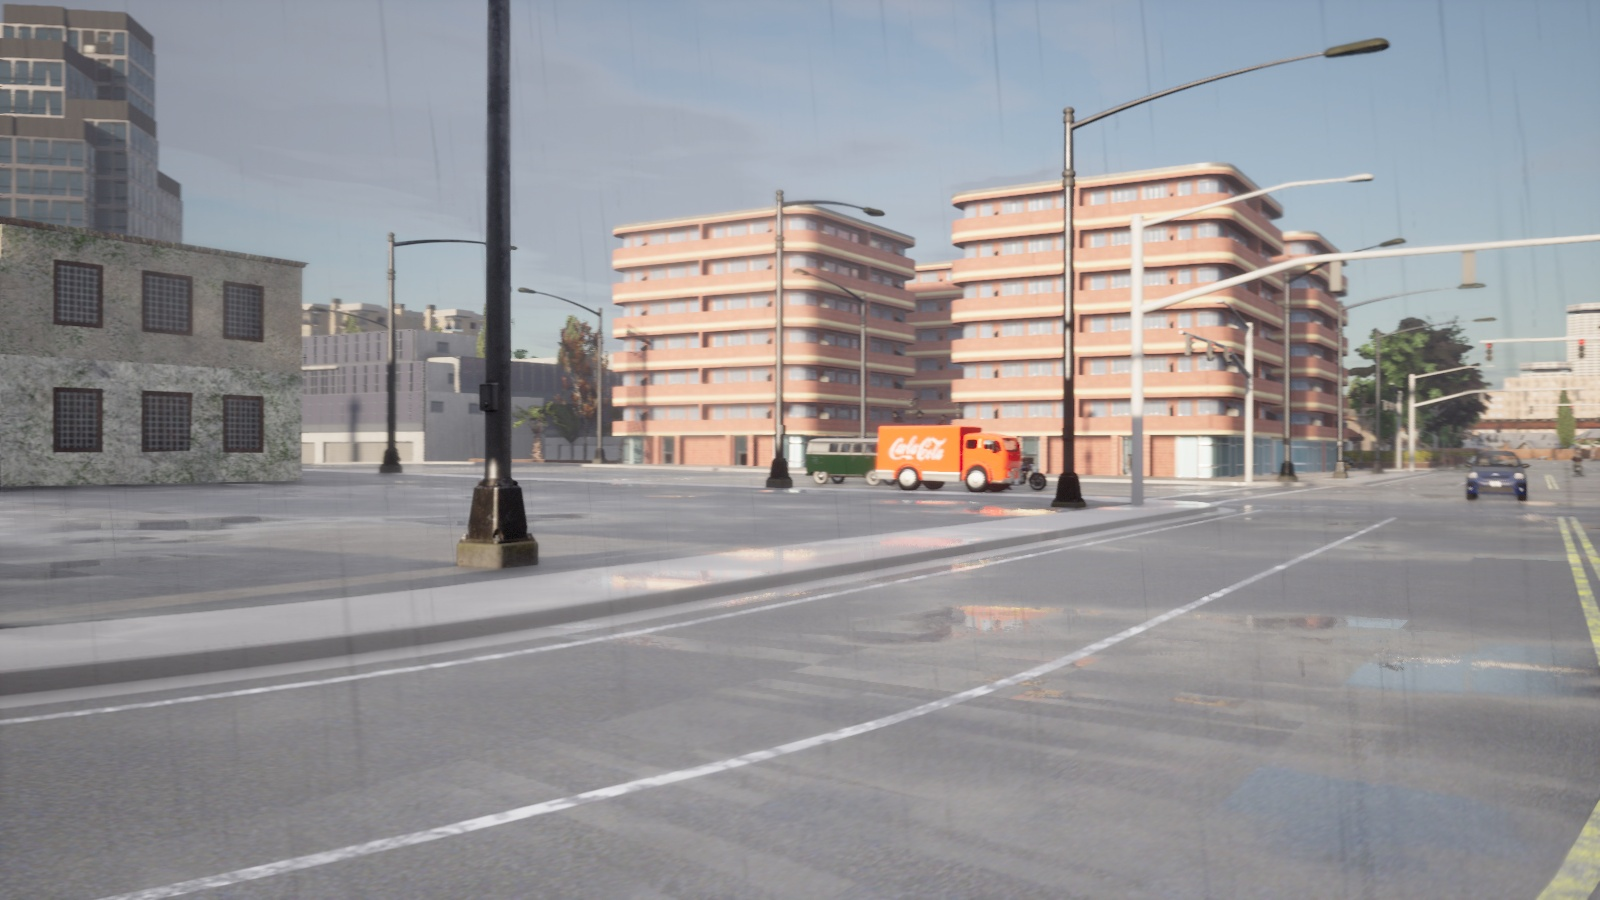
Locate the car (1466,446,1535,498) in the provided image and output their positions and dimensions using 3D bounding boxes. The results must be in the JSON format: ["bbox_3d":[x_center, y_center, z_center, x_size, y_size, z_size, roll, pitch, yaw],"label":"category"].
[{"bbox_3d":[22.991,0.695,41.142,1.851,1.617,3.988,0,0,31],"label":"car"}]

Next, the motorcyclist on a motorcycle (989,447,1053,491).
[{"bbox_3d":[8.656,0.735,49.173,2.350,1.649,0.766,1,0,31],"label":"motorcyclist on a motorcycle"}]

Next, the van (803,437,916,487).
[{"bbox_3d":[2.490,0.475,53.079,4.442,1.987,1.775,1,0,32],"label":"van"}]

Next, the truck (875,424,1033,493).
[{"bbox_3d":[5.743,0.286,46.933,5.204,2.467,2.627,1,0,31],"label":"truck"}]
